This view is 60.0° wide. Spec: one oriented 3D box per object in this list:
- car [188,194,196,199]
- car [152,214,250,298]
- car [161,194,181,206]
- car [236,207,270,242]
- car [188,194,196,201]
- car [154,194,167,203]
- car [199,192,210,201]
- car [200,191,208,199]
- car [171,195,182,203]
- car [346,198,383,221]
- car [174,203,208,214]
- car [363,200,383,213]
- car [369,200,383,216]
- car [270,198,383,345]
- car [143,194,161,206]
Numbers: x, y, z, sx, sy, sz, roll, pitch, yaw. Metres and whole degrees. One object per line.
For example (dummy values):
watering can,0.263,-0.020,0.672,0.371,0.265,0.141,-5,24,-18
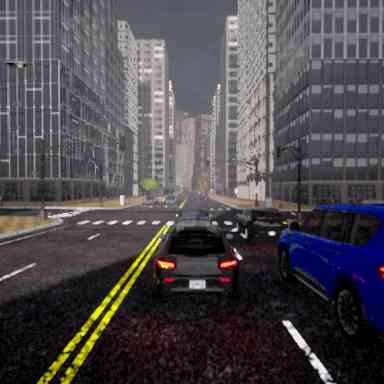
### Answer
car,-0.032,1.197,89.676,2.033,1.411,5.357,0,0,0
car,0.097,1.514,8.358,1.812,1.442,4.674,0,0,0
car,-3.353,1.260,53.869,2.097,1.767,4.553,0,0,0
car,3.345,1.480,16.361,1.837,1.490,4.892,0,0,0
car,-0.028,1.367,79.676,1.812,1.442,4.674,0,0,0
car,-6.525,1.229,69.248,2.097,1.767,4.553,0,0,0
car,3.222,1.367,79.676,1.812,1.442,4.674,0,0,0
car,3.218,0.882,89.705,2.150,2.045,5.566,0,0,0
car,-3.274,1.416,69.068,2.033,1.411,5.357,0,0,0
car,16.191,1.492,28.474,5.009,1.841,2.192,1,0,1
car,0.096,1.521,17.632,2.033,1.411,5.357,0,0,0
car,21.797,1.608,36.763,4.829,1.417,1.752,1,1,1
car,21.120,1.626,34.175,4.892,1.490,1.837,0,1,1
car,3.352,1.212,6.500,2.150,2.045,5.566,0,0,0
car,-6.602,1.261,53.870,2.097,1.767,4.553,0,0,0
